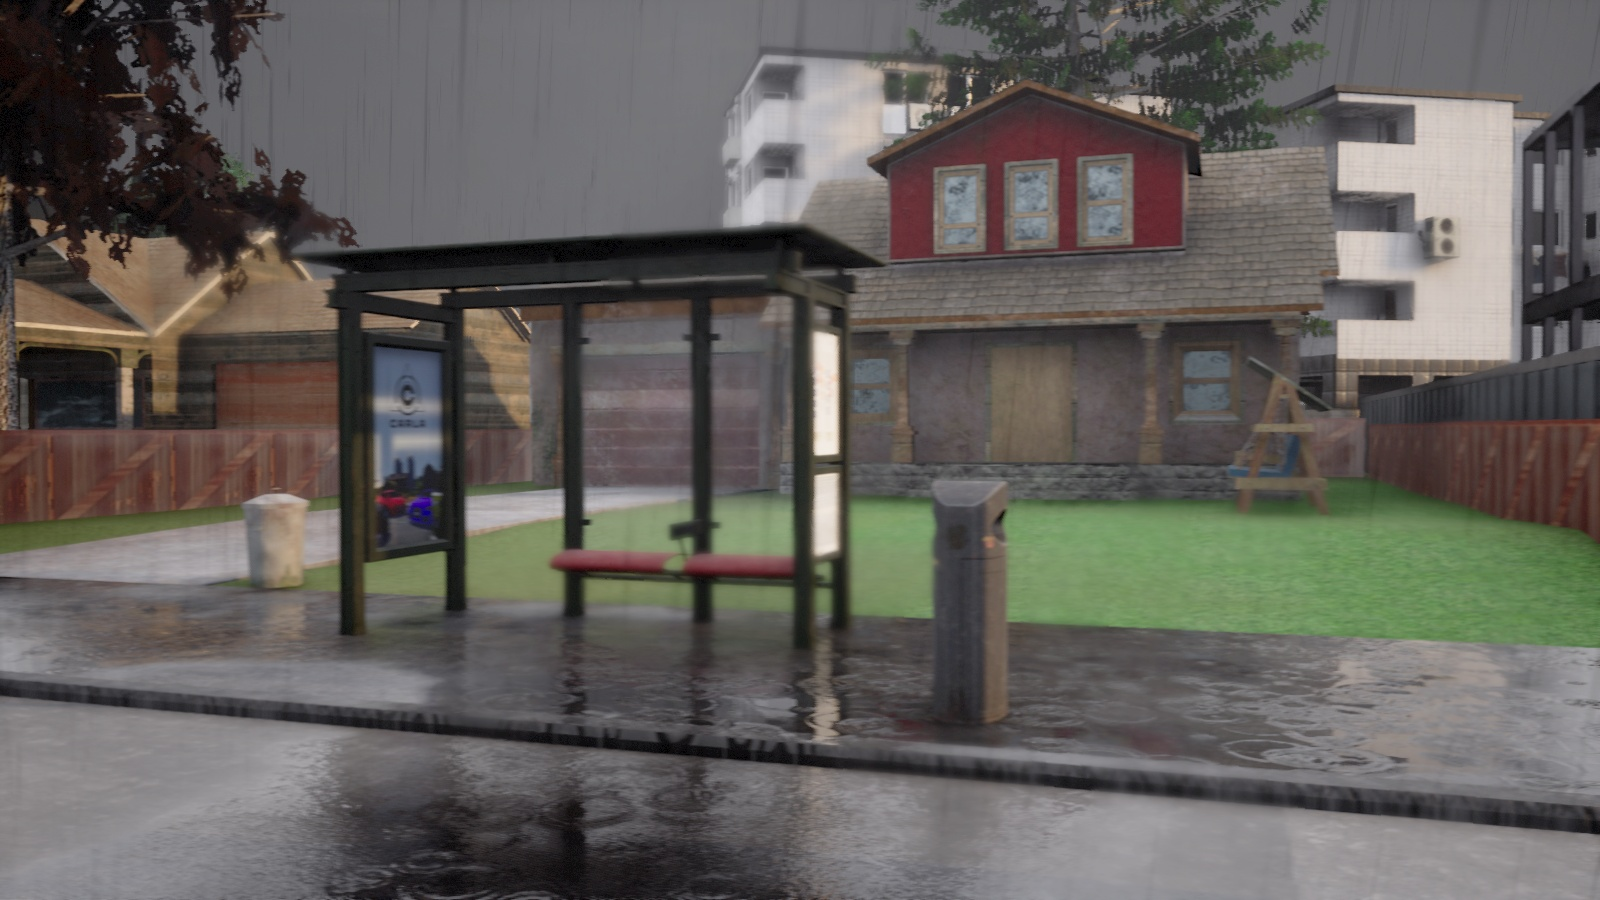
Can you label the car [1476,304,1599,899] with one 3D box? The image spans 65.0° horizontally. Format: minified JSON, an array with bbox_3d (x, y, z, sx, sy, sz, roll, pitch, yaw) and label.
[{"bbox_3d":[4.044,0.621,2.358,4.605,1.855,1.932,0,1,18],"label":"car"}]
